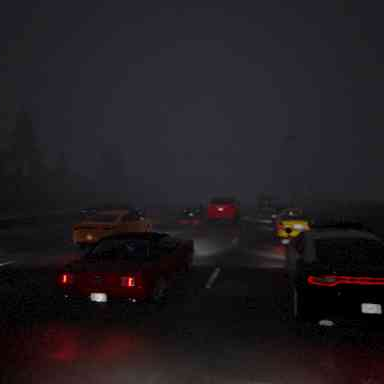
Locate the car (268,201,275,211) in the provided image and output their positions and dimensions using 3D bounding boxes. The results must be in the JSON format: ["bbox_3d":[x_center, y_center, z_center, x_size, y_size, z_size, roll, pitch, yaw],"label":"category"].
[{"bbox_3d":[6.364,1.590,22.747,1.837,1.490,4.892,-1,0,12],"label":"car"}]

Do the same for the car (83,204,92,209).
[{"bbox_3d":[-7.718,1.729,28.398,2.128,1.511,4.902,-1,0,12],"label":"car"}]

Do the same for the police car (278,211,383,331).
[{"bbox_3d":[3.056,1.444,7.206,1.930,1.638,5.238,-1,0,12],"label":"police car"}]

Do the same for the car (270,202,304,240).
[{"bbox_3d":[5.155,1.516,17.065,1.801,1.575,5.366,-1,0,12],"label":"car"}]

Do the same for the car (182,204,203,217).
[{"bbox_3d":[0.409,1.798,32.946,1.895,1.301,4.718,-1,0,12],"label":"car"}]

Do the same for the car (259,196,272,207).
[{"bbox_3d":[12.533,1.591,56.782,2.097,1.767,4.553,-1,0,12],"label":"car"}]

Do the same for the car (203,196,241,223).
[{"bbox_3d":[2.681,1.362,26.776,2.150,2.045,5.566,-1,0,12],"label":"car"}]

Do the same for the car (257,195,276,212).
[{"bbox_3d":[9.524,1.400,42.643,2.150,2.045,5.566,-1,0,13],"label":"car"}]

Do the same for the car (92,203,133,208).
[{"bbox_3d":[-5.031,1.541,24.207,2.097,1.767,4.553,-1,0,12],"label":"car"}]

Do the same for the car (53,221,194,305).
[{"bbox_3d":[-1.255,1.663,8.317,1.895,1.301,4.718,-1,0,12],"label":"car"}]

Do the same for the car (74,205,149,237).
[{"bbox_3d":[-3.390,1.599,15.108,1.882,1.535,5.008,-1,0,12],"label":"car"}]
